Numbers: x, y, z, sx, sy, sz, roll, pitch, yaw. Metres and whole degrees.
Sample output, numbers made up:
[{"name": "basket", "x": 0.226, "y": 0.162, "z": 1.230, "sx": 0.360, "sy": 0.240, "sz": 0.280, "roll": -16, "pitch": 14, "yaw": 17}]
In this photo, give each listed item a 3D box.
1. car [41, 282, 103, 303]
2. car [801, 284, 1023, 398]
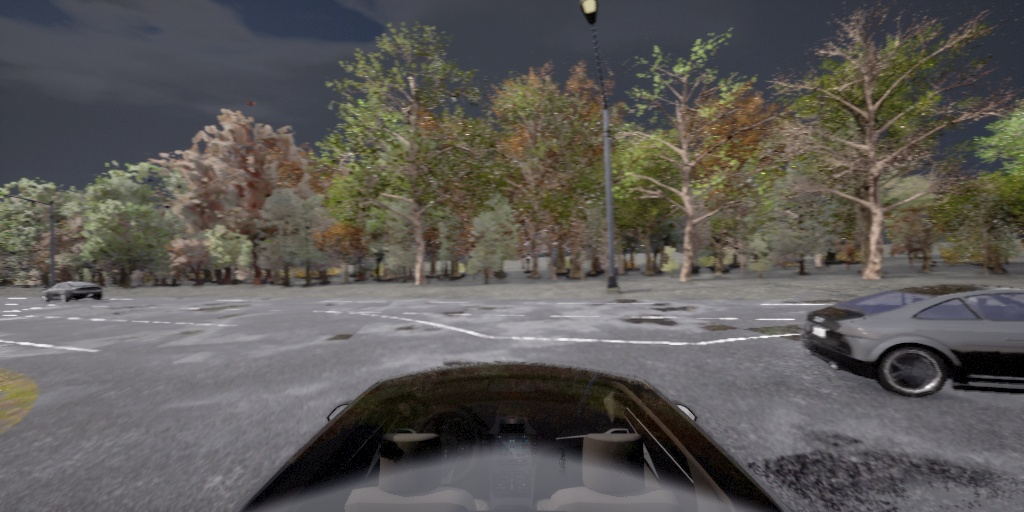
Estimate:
[{"name": "car", "x": -32.900, "y": 2.702, "z": 26.826, "sx": 4.892, "sy": 1.490, "sz": 1.837, "roll": -2, "pitch": -1, "yaw": 20}, {"name": "car", "x": 6.738, "y": 1.096, "z": 5.008, "sx": 4.181, "sy": 1.385, "sz": 1.994, "roll": -2, "pitch": -1, "yaw": 19}]
